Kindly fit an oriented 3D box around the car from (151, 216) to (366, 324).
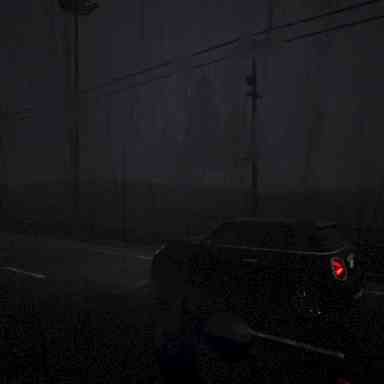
[{"bbox_3d":[1.240,1.354,7.397,4.553,1.767,2.097,0,0,36],"label":"car"}]
